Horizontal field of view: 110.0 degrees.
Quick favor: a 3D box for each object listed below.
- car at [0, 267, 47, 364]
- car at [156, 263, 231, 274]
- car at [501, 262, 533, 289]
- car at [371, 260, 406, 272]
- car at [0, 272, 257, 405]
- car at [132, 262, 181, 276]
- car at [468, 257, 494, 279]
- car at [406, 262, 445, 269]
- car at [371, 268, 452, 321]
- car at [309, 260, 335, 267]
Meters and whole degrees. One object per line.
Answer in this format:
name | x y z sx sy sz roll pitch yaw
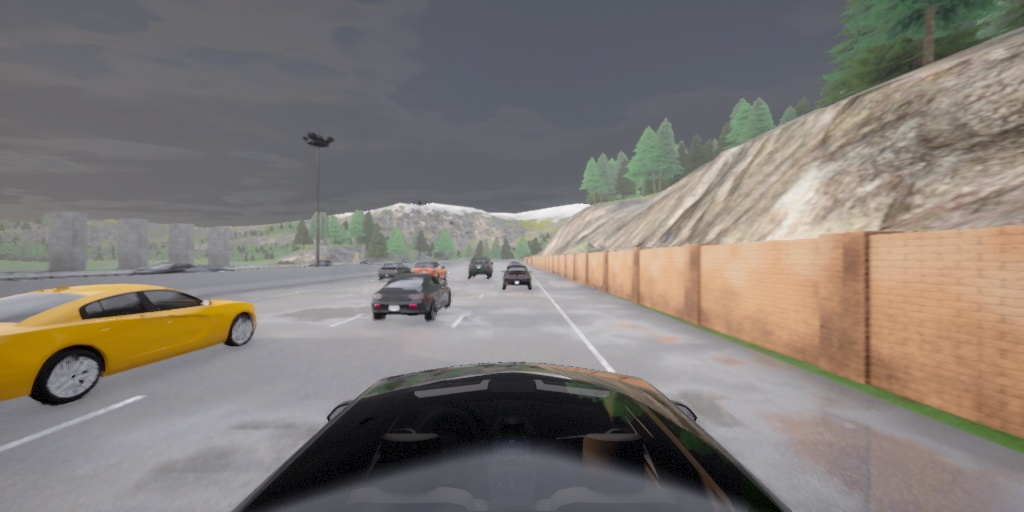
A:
car | -10.384 1.079 4.910 2.097 1.767 4.553 0 0 0
car | -20.850 1.360 24.269 1.994 1.385 4.181 0 0 1
car | 0.339 1.388 24.621 1.837 1.490 4.892 0 0 1
car | -10.103 1.372 31.430 2.128 1.511 4.902 0 0 0
car | -6.879 1.227 6.318 1.882 1.535 5.008 0 0 0
car | -27.791 1.274 29.198 1.882 1.535 5.008 0 0 1
car | -3.066 1.154 35.671 2.150 2.045 5.566 0 0 0
car | -6.622 1.231 28.992 2.097 1.767 4.553 0 0 0
car | -3.328 1.324 12.525 1.812 1.442 4.674 0 0 1
car | -24.301 1.471 46.007 1.994 1.385 4.181 0 0 0
